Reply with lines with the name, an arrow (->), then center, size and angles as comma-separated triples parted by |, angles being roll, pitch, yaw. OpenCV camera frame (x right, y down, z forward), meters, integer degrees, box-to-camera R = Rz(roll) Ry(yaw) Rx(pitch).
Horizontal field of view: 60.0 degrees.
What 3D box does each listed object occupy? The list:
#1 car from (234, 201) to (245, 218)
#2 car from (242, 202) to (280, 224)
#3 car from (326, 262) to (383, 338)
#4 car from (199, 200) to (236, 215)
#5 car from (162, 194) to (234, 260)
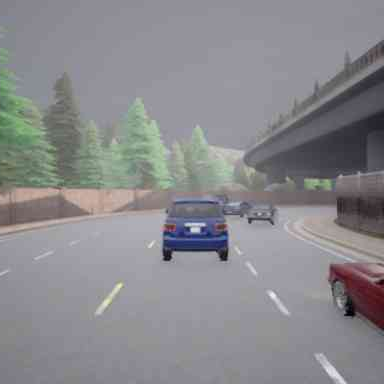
car -> 4.356, 1.546, 30.419 | 1.812, 1.442, 4.674 | 0, 0, 28
car -> 5.449, 1.565, 24.995 | 2.033, 1.411, 5.357 | 0, 0, 20
car -> 3.579, 1.606, 4.513 | 1.895, 1.301, 4.718 | 0, 0, 0
car -> 2.744, 1.585, 34.646 | 1.994, 1.385, 4.181 | 0, 0, 35
car -> 0.132, 1.228, 12.570 | 2.150, 2.045, 5.566 | 0, 0, 1
